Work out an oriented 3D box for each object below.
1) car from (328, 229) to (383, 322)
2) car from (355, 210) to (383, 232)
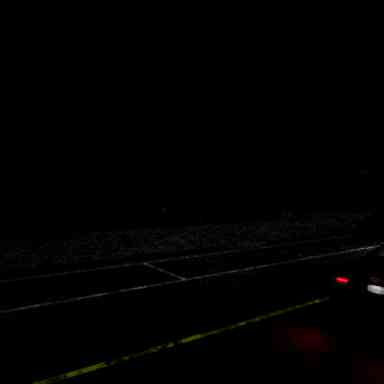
[{"bbox_3d":[4.951,1.575,6.605,5.357,1.411,2.033,0,0,-34],"label":"car"},{"bbox_3d":[10.354,1.640,17.385,4.313,1.339,1.947,0,0,-34],"label":"car"}]
